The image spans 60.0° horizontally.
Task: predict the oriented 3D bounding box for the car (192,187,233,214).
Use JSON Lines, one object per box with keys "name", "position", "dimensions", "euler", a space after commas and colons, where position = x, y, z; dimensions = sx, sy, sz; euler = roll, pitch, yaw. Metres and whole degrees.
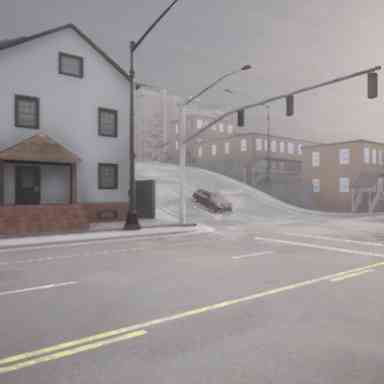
{"name": "car", "position": [2.000, 0.673, 32.012], "dimensions": [2.097, 1.767, 4.553], "euler": [0, 16, -37]}
